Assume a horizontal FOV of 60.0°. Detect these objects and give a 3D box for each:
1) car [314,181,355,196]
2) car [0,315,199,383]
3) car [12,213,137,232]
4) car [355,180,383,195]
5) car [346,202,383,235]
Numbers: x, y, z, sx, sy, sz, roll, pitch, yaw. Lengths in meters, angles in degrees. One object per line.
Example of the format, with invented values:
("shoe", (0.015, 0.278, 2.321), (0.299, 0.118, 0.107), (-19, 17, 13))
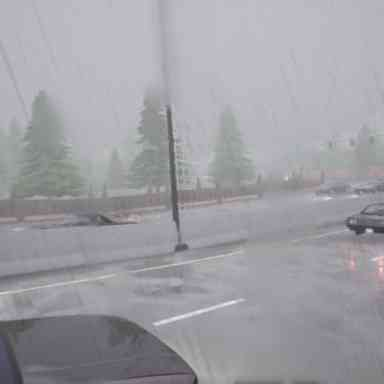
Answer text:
("car", (15.309, -0.437, 36.282), (4.892, 1.490, 1.837), (-5, 3, -35))
("car", (-2.474, 1.547, 1.981), (5.357, 1.411, 2.033), (0, 0, -35))
("car", (-4.729, 1.553, 13.515), (4.718, 1.301, 1.895), (-1, 1, -35))
("car", (18.969, -0.556, 34.558), (5.357, 1.411, 2.033), (-6, 3, -34))
("car", (8.711, 1.083, 14.256), (4.718, 1.301, 1.895), (-4, 3, -35))
